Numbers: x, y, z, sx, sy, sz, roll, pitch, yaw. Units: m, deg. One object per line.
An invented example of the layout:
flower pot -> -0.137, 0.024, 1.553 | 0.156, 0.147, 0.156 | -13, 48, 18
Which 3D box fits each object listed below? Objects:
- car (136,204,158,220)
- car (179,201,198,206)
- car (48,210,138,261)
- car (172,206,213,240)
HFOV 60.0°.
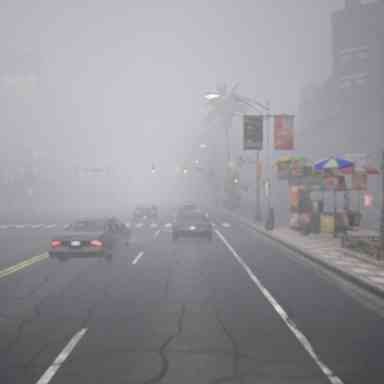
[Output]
car -> -4.007, 1.745, 29.258 | 1.895, 1.301, 4.718 | 0, 0, -5
car -> -0.387, 1.684, 35.770 | 1.812, 1.442, 4.674 | 0, 0, -1
car -> -3.555, 1.617, 12.570 | 2.033, 1.411, 5.357 | 0, 0, -1
car -> -0.027, 1.641, 17.446 | 1.994, 1.385, 4.181 | 0, 0, -2
